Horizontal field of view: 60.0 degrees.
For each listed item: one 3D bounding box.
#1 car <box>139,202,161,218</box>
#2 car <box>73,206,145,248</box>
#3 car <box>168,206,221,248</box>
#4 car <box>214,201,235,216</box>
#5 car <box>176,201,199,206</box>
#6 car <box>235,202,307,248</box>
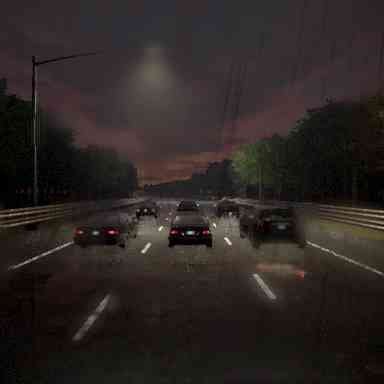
[{"bbox_3d":[-3.875,1.590,29.814,2.033,1.411,5.357,0,0,-1],"label":"car"},{"bbox_3d":[-3.594,1.564,14.792,2.033,1.411,5.357,0,0,-1],"label":"car"},{"bbox_3d":[-0.094,1.564,14.835,2.033,1.411,5.357,0,0,-1],"label":"car"},{"bbox_3d":[3.123,1.543,29.988,1.837,1.490,4.892,0,0,-1],"label":"car"},{"bbox_3d":[-0.376,1.511,29.901,1.882,1.535,5.008,0,0,-1],"label":"car"},{"bbox_3d":[3.406,1.367,14.849,2.097,1.767,4.553,0,0,-1],"label":"car"}]
